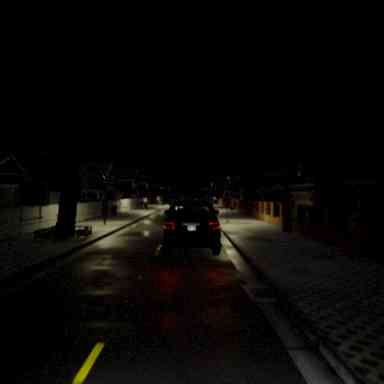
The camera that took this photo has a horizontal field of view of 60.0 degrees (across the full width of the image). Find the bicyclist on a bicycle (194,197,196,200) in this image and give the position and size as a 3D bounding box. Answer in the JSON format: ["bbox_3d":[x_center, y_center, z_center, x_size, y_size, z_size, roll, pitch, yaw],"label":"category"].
[{"bbox_3d":[0.687,2.156,79.752,0.866,1.612,1.509,0,0,0],"label":"bicyclist on a bicycle"}]

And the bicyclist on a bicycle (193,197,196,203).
[{"bbox_3d":[0.679,2.227,88.752,0.866,1.612,1.509,0,0,0],"label":"bicyclist on a bicycle"}]

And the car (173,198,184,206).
[{"bbox_3d":[-2.809,2.174,71.750,2.128,1.511,4.902,0,0,0],"label":"car"}]

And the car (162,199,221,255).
[{"bbox_3d":[-0.010,1.354,14.012,2.150,2.045,5.566,0,0,0],"label":"car"}]

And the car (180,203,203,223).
[{"bbox_3d":[-0.018,1.789,29.288,1.837,1.490,4.892,0,0,0],"label":"car"}]
